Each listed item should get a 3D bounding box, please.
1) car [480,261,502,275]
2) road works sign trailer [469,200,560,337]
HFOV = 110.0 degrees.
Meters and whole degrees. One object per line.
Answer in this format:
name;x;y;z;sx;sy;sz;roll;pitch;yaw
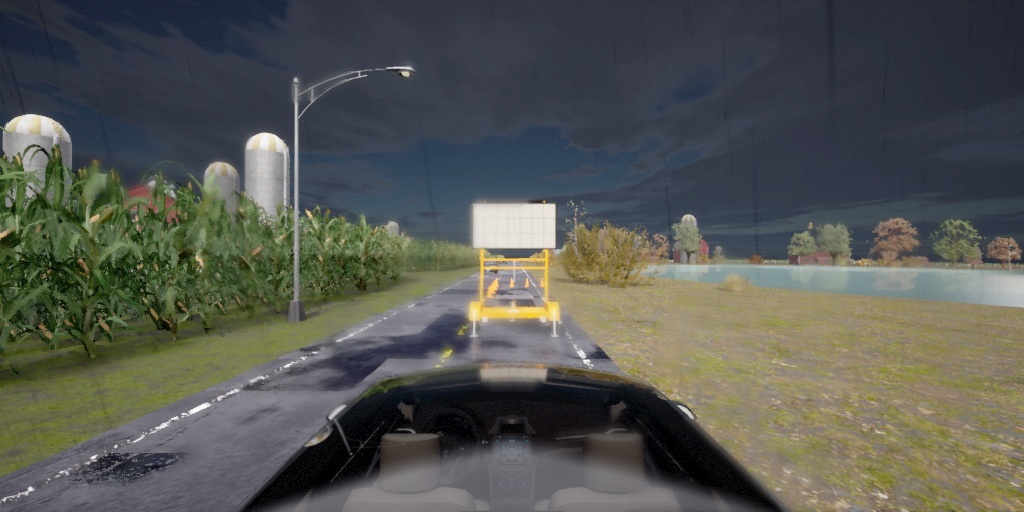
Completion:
car;-2.569;1.282;40.463;2.128;1.511;4.902;0;0;0
road works sign trailer;0.068;0.217;10.266;2.380;3.560;2.880;0;0;0
